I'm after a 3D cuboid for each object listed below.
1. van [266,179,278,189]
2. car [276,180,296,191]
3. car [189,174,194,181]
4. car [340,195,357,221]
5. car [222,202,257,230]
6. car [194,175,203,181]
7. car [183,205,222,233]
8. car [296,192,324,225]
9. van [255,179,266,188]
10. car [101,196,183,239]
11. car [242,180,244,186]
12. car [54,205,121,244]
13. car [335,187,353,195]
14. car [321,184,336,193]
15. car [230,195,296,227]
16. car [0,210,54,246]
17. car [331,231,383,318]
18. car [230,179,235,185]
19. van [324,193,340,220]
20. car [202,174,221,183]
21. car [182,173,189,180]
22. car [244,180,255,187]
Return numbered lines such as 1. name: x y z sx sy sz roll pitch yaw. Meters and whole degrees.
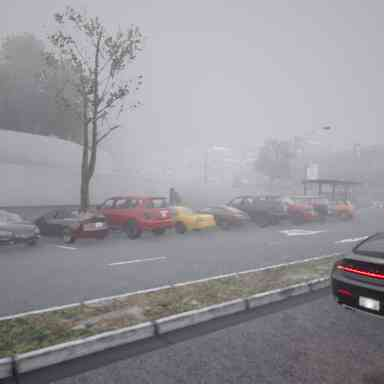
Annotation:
1. van: 17.588 -1.505 68.682 1.878 1.987 4.442 7 4 35
2. car: 19.343 -1.007 66.316 2.231 1.521 4.892 7 3 35
3. car: 2.007 -3.865 90.935 2.185 1.767 4.553 6 3 34
4. car: 11.273 1.397 27.982 4.553 1.767 2.185 -1 -1 35
5. car: 1.370 1.545 21.121 4.674 1.452 2.002 -1 -1 35
6. car: 3.796 -3.713 88.466 2.435 2.045 5.566 7 4 34
7. car: -1.239 1.500 19.499 5.366 1.575 1.946 -1 -1 35
8. car: 6.318 1.262 24.573 5.566 2.045 2.435 -1 -1 35
9. van: 15.864 -1.778 71.157 1.878 1.987 4.442 7 4 35
10. car: -3.563 1.246 17.676 5.566 2.045 2.435 -1 -1 35
11. car: 12.469 -2.058 76.216 2.002 1.452 4.674 7 4 35
12. car: -6.012 1.523 15.936 4.792 1.488 2.163 -1 -1 35
13. car: 26.224 0.122 56.444 2.002 1.452 4.674 7 3 35
14. car: 24.538 -0.440 58.920 2.435 2.045 5.566 7 3 35
15. car: 3.801 1.258 22.873 5.566 2.045 2.435 -1 -1 35
16. car: -8.435 1.493 14.195 4.892 1.521 2.231 -1 -1 35
17. car: 4.658 1.505 6.431 4.892 1.490 1.837 2 -1 -35
18. car: 10.732 -2.331 78.682 2.002 1.452 4.674 7 3 35
19. van: 8.861 1.291 26.237 4.442 1.987 1.878 -1 -1 35
20. car: 5.642 -3.190 86.202 1.946 1.575 5.366 7 3 34
21. car: 0.282 -4.099 93.409 2.185 1.767 4.553 4 1 34
22. car: 14.296 -1.826 73.891 1.946 1.575 5.366 7 3 35
